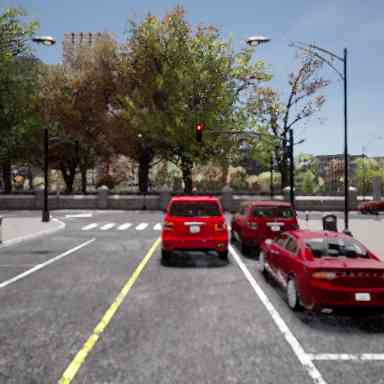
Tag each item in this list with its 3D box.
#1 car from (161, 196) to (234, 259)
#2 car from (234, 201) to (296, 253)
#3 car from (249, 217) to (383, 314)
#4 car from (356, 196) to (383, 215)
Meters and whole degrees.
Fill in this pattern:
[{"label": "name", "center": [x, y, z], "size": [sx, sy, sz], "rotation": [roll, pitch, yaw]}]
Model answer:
[{"label": "car", "center": [0.088, 1.169, 12.453], "size": [2.150, 2.045, 5.566], "rotation": [0, 0, 0]}, {"label": "car", "center": [2.704, 1.259, 13.180], "size": [2.192, 1.841, 5.009], "rotation": [1, 0, 0]}, {"label": "car", "center": [2.701, 1.513, 7.485], "size": [1.887, 1.381, 4.507], "rotation": [1, 0, 0]}, {"label": "car", "center": [19.337, 1.339, 33.442], "size": [5.009, 1.841, 2.192], "rotation": [0, -1, 0]}]
